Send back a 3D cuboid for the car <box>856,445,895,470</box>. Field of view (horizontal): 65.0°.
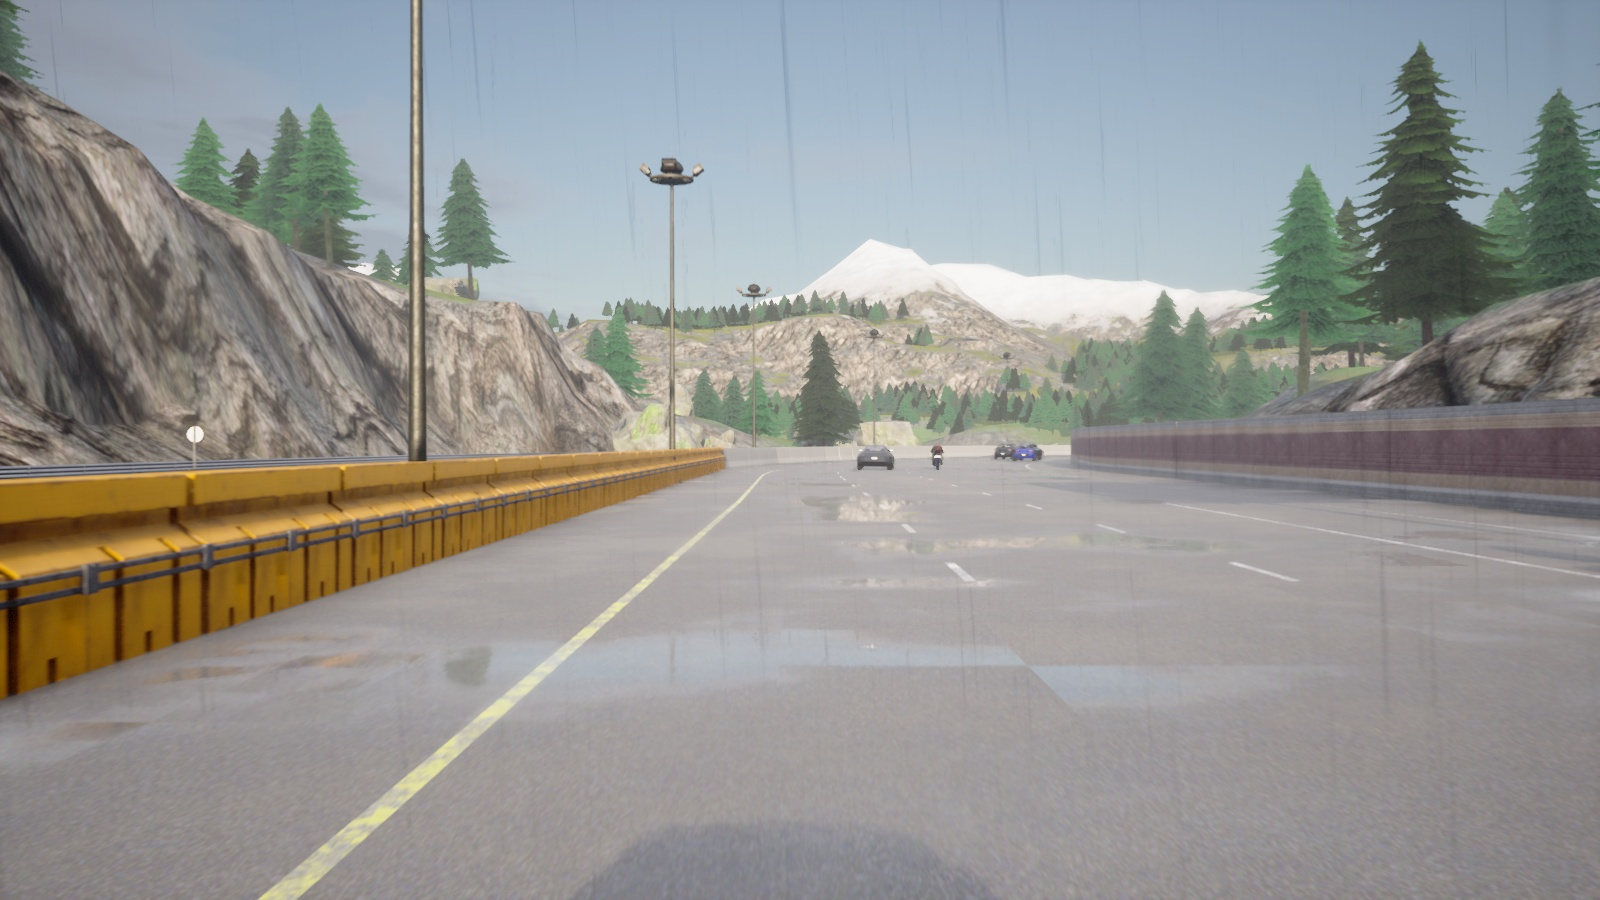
[{"bbox_3d":[4.309,0.414,70.937,1.994,1.385,4.181,0,0,6],"label":"car"}]
